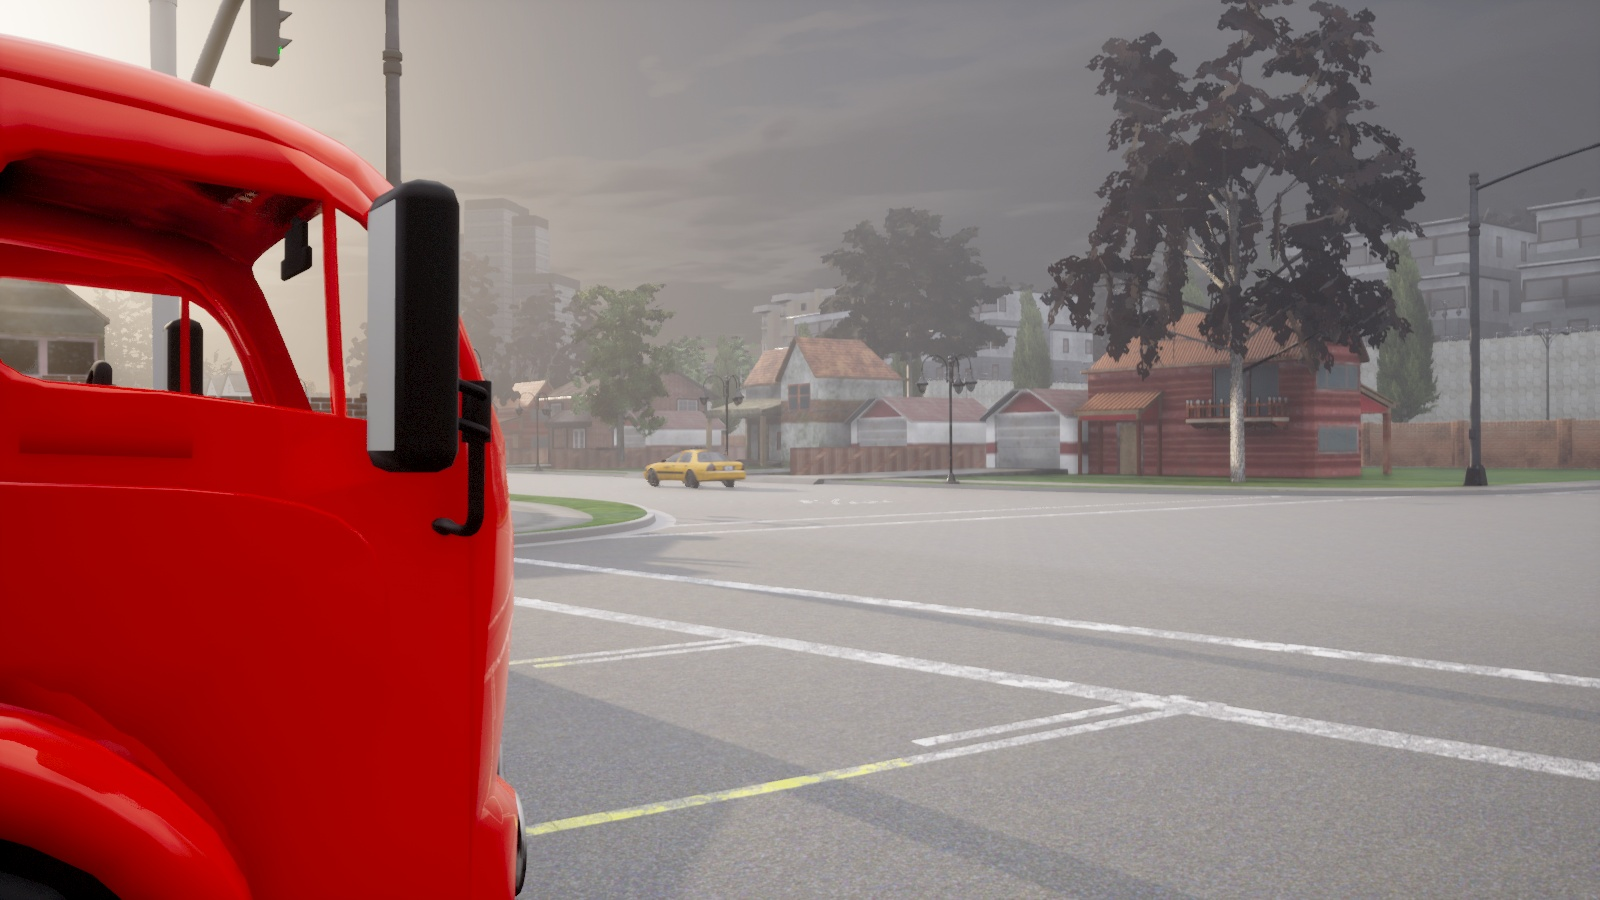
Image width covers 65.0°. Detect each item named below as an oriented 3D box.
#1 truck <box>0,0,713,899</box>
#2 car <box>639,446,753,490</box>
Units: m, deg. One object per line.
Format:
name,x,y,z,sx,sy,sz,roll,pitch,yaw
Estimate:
truck,-3.028,0.265,1.581,5.204,2.467,2.627,0,0,-34
car,-4.074,0.661,48.135,1.801,1.575,5.366,-1,0,-36
